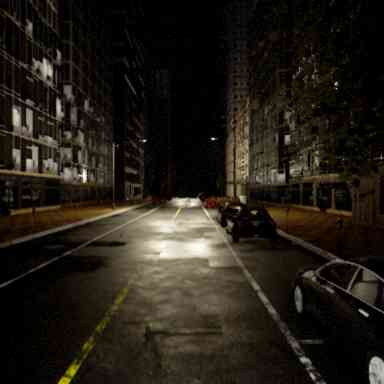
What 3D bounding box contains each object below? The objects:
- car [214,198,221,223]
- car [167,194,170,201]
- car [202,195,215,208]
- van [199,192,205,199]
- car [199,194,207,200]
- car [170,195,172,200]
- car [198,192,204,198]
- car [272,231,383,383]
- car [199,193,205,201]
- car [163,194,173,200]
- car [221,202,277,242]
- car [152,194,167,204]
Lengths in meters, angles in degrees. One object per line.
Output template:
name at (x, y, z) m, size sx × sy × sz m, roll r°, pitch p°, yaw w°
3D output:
car at (2.695, 1.363, 21.639) m, size 1.967 × 1.590 × 4.097 m, roll 0°, pitch 0°, yaw 0°
car at (-5.676, 1.333, 61.496) m, size 1.802 × 1.307 × 4.206 m, roll 0°, pitch 0°, yaw 0°
car at (2.701, 1.376, 44.409) m, size 1.887 × 1.381 × 4.507 m, roll 0°, pitch 0°, yaw 0°
van at (2.712, 0.945, 89.947) m, size 1.690 × 1.788 × 3.998 m, roll 0°, pitch 0°, yaw 0°
car at (2.710, 1.201, 84.254) m, size 1.947 × 1.339 × 4.313 m, roll 0°, pitch 0°, yaw 0°
car at (-5.673, 1.239, 72.880) m, size 1.887 × 1.381 × 4.507 m, roll 0°, pitch 0°, yaw 0°
car at (2.708, 1.260, 72.870) m, size 1.947 × 1.339 × 4.313 m, roll 0°, pitch 0°, yaw 0°
car at (2.691, 1.536, 4.562) m, size 2.008 × 1.369 × 4.403 m, roll 0°, pitch 0°, yaw 0°
car at (2.705, 1.317, 61.486) m, size 1.947 × 1.339 × 4.313 m, roll 0°, pitch 0°, yaw 0°
car at (-5.672, 1.231, 78.573) m, size 1.947 × 1.339 × 4.313 m, roll 0°, pitch 0°, yaw 0°
car at (2.694, 1.384, 15.947) m, size 1.967 × 1.590 × 4.097 m, roll 0°, pitch 0°, yaw 0°
car at (-5.677, 1.323, 55.802) m, size 1.887 × 1.381 × 4.507 m, roll 0°, pitch 0°, yaw 0°
